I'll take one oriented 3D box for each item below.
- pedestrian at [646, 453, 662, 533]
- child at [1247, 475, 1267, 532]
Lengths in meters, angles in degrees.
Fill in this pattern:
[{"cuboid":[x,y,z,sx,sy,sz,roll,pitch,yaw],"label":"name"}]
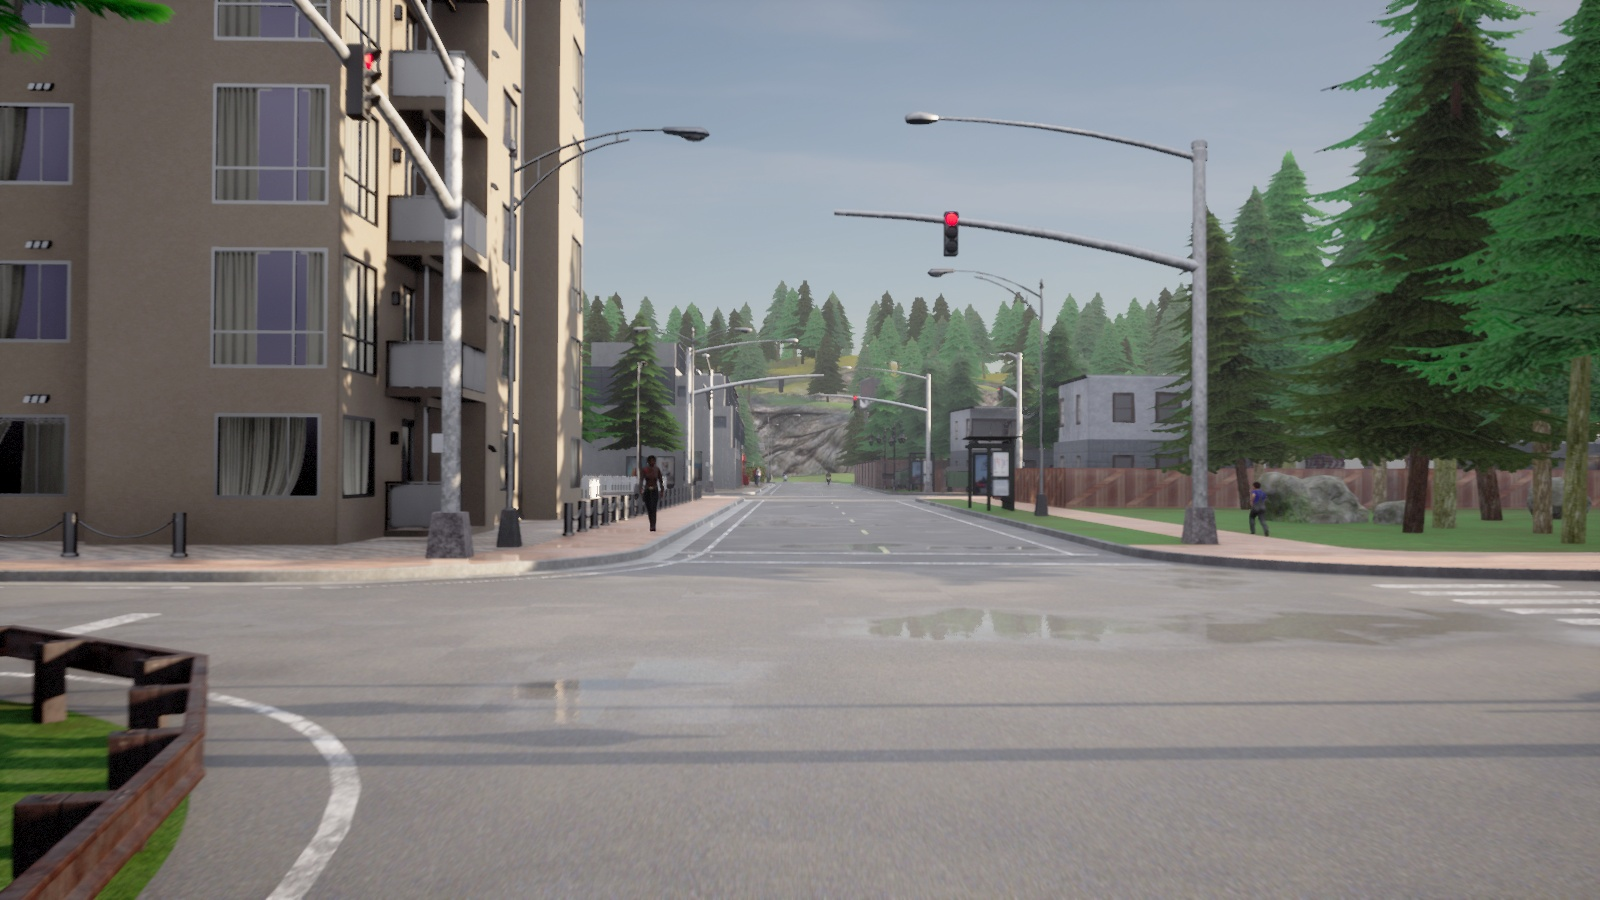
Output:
[{"cuboid":[-3.345,0.970,28.753,0.328,1.805,0.869,0,-1,-4],"label":"pedestrian"},{"cuboid":[10.225,1.182,28.107,0.270,1.263,0.437,0,-1,-3],"label":"child"}]
